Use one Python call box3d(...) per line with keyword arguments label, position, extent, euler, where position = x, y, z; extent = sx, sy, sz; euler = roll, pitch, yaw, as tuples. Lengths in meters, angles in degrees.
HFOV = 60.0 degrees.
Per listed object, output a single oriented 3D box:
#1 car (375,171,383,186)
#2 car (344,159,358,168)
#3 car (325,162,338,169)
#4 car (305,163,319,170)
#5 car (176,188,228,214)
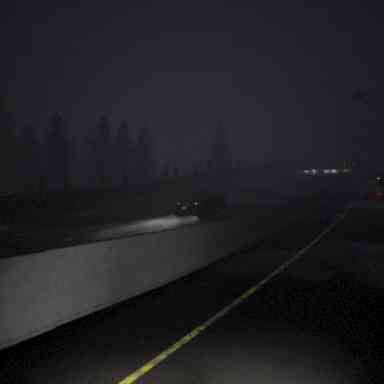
box3d(label="car", position=(19.954, -1.437, 33.890), extent=(1.812, 1.442, 4.674), euler=(1, 7, 32))
box3d(label="car", position=(30.996, -5.590, 64.978), extent=(2.097, 1.767, 4.553), euler=(1, 7, 32))
box3d(label="car", position=(28.003, -5.384, 66.797), extent=(1.895, 1.301, 4.718), euler=(1, 7, 32))
box3d(label="car", position=(24.594, -5.323, 67.941), extent=(1.895, 1.301, 4.718), euler=(1, 7, 32))
box3d(label="car", position=(0.770, 0.560, 23.145), extent=(2.128, 1.511, 4.902), euler=(1, 5, 32))
